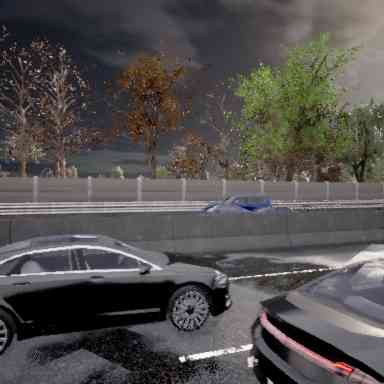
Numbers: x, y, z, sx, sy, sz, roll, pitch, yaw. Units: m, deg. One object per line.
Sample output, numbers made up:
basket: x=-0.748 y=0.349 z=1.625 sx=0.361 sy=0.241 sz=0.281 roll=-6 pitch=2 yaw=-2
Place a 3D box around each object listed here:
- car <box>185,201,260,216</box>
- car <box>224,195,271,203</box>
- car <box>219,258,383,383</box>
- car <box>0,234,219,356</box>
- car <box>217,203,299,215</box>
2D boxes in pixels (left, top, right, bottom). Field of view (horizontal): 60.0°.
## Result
car: x=1.824 y=1.530 z=22.075 sx=4.674 sy=1.442 sz=1.812 roll=0 pitch=0 yaw=-21
car: x=3.794 y=1.229 z=26.548 sx=5.566 sy=2.045 sz=2.150 roll=0 pitch=0 yaw=-20
car: x=3.002 y=1.491 z=3.647 sx=4.902 sy=1.511 sz=2.128 roll=0 pitch=0 yaw=-20
car: x=-1.716 y=1.491 z=5.630 sx=4.902 sy=1.511 sz=2.128 roll=0 pitch=0 yaw=-20
car: x=4.463 y=1.553 z=19.333 sx=5.357 sy=1.411 sz=2.033 roll=0 pitch=0 yaw=-20
